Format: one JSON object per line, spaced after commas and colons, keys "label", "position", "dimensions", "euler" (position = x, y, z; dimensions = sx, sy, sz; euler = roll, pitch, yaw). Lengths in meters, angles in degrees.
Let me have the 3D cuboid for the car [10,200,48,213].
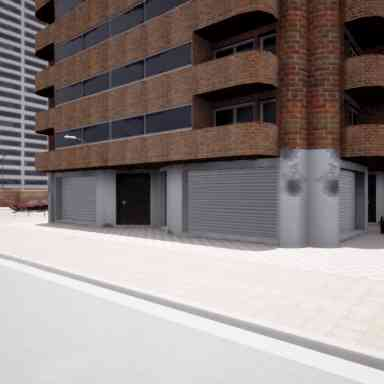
{"label": "car", "position": [-17.894, 1.600, 37.672], "dimensions": [1.895, 1.301, 4.718], "euler": [0, 0, 39]}
